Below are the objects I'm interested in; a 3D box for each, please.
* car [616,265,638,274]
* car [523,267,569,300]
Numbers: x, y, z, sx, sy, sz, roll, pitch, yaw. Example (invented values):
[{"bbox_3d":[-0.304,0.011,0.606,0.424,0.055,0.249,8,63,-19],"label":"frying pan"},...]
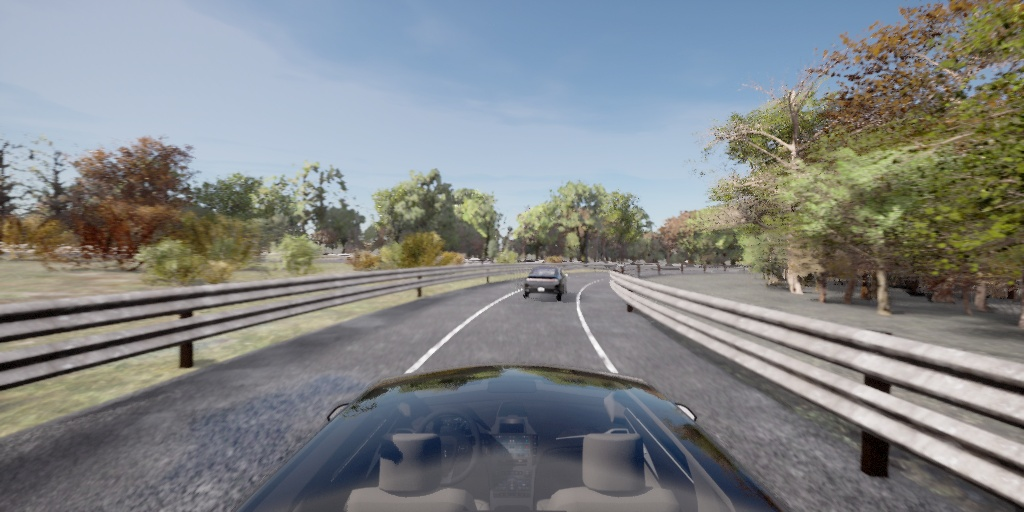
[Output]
[{"bbox_3d":[16.353,1.939,51.366,1.895,1.301,4.718,2,0,39],"label":"car"},{"bbox_3d":[1.809,1.309,18.463,2.128,1.511,4.902,1,0,12],"label":"car"}]
